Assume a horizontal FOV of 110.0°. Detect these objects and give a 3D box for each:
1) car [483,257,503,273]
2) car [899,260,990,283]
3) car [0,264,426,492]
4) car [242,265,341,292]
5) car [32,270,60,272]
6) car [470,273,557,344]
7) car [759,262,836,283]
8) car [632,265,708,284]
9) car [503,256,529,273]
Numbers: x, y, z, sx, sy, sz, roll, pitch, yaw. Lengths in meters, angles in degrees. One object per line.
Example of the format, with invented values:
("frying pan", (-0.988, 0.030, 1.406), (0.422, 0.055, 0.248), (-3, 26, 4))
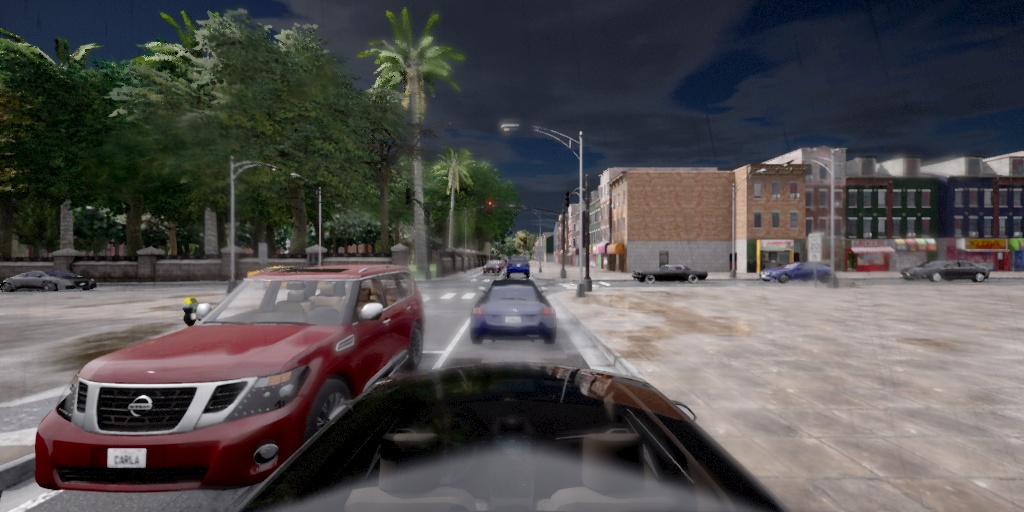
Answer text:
("car", (-2.399, 1.254, 43.115), (1.967, 1.591, 4.097), (0, 0, 0))
("car", (30.271, 1.064, 25.167), (4.892, 1.490, 1.837), (0, 0, 0))
("car", (-2.622, 1.064, 4.970), (2.192, 1.841, 5.009), (0, 0, 0))
("car", (-13.676, 1.359, 22.424), (5.008, 1.535, 1.882), (-1, 0, 0))
("car", (-28.943, 1.595, 22.497), (4.181, 1.385, 1.994), (0, 0, 0))
("car", (0.042, 1.314, 9.585), (1.994, 1.385, 4.181), (0, 0, 0))
("car", (20.030, 1.137, 25.218), (4.674, 1.442, 1.812), (0, 0, 0))
("car", (10.982, 1.271, 25.271), (4.718, 1.301, 1.895), (0, 0, 1))
("car", (0.507, 1.013, 35.844), (2.150, 2.045, 5.566), (0, 0, -2))
